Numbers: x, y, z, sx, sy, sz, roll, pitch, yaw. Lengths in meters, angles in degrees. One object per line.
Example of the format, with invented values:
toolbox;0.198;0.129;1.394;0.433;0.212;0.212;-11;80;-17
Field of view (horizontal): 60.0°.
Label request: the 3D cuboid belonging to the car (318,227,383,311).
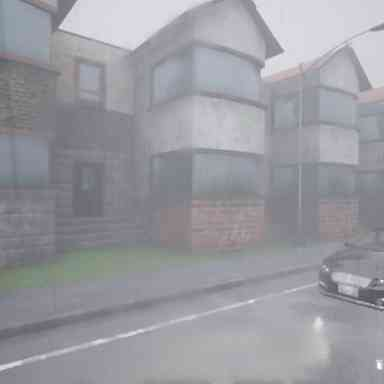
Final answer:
car;4.852;1.577;7.599;4.902;1.511;2.128;1;-1;-37
